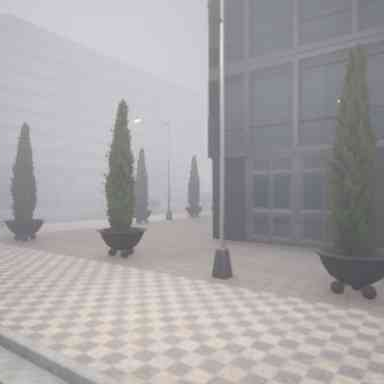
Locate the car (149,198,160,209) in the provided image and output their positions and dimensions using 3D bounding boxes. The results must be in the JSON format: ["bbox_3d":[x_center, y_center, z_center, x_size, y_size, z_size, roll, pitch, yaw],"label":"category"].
[{"bbox_3d":[-6.137,1.450,42.455,1.837,1.490,4.892,0,0,36],"label":"car"}]

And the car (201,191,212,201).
[{"bbox_3d":[3.513,0.889,55.575,2.150,2.045,5.566,0,0,36],"label":"car"}]
